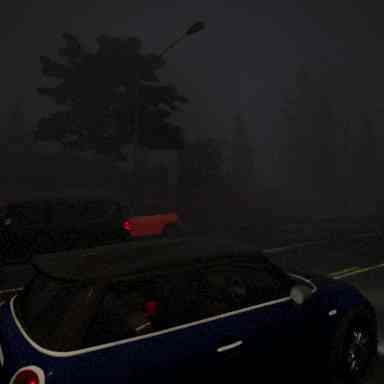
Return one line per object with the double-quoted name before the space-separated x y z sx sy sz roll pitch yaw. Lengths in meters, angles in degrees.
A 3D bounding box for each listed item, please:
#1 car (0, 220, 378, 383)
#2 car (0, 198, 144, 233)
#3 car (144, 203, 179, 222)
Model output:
"car" 0.181 1.338 3.875 4.553 1.767 2.097 0 0 -36
"car" -4.428 1.211 9.432 5.566 2.045 2.150 0 0 -36
"car" -2.793 1.313 14.897 4.553 1.767 2.097 0 0 -35
